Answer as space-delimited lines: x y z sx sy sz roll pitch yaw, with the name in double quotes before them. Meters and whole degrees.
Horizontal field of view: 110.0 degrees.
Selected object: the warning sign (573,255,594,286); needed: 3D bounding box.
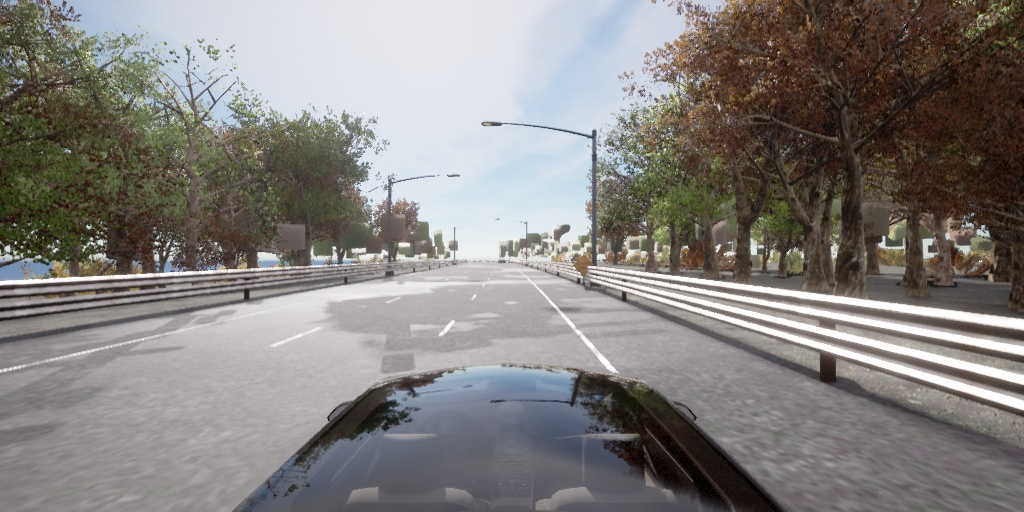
"warning sign" 4.413 0.872 22.022 1.300 1.860 1.060 0 0 -1
